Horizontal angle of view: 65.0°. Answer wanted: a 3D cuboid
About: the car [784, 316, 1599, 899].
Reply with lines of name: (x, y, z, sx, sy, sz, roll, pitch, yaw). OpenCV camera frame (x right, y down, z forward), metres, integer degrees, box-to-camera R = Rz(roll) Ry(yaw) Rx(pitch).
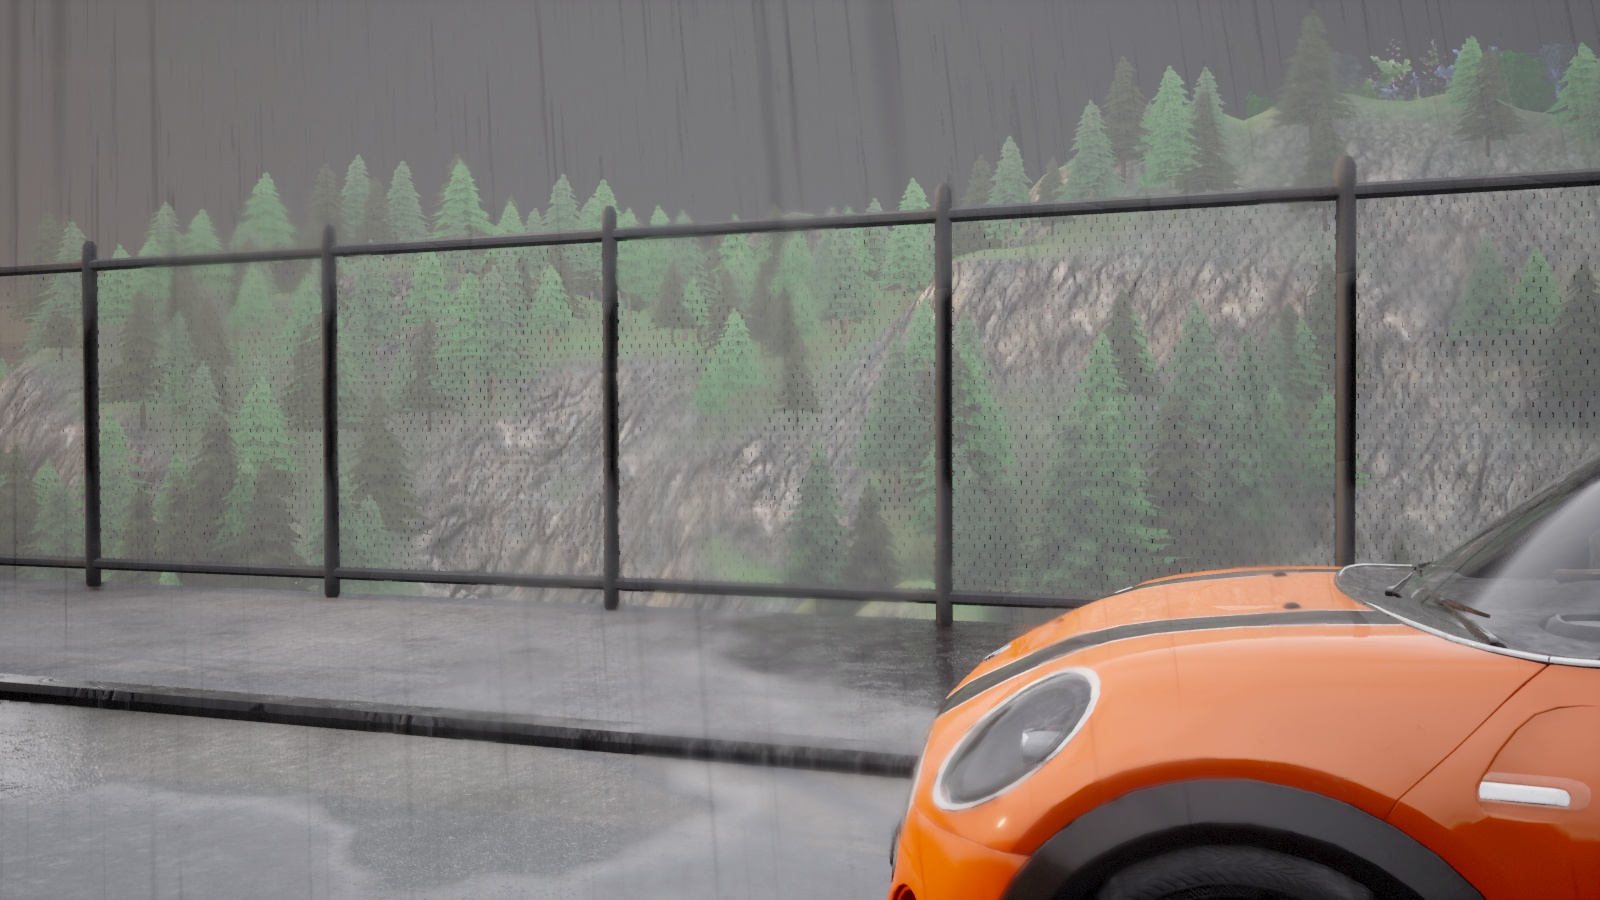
car: (2.461, 0.648, 2.891, 4.553, 1.767, 2.097, 1, 1, 19)

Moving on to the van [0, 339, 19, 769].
van: (-6.052, 0.466, 5.751, 4.442, 1.987, 1.775, 1, 1, 19)
